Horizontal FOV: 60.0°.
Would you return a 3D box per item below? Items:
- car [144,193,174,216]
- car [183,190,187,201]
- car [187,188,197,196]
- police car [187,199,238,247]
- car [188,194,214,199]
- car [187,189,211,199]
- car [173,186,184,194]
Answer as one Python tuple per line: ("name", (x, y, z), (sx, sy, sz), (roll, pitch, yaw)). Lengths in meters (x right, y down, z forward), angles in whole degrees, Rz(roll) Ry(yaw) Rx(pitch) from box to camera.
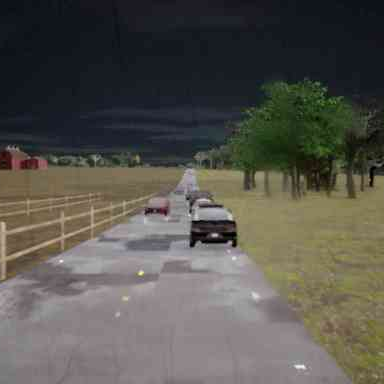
("car", (-2.848, 1.142, 28.140), (1.882, 1.535, 5.008), (0, 1, 0))
("car", (0.004, 0.587, 50.277), (1.895, 1.301, 4.718), (0, 2, 0))
("car", (0.000, -0.010, 65.133), (1.895, 1.301, 4.718), (0, 3, 0))
("police car", (0.825, 1.327, 14.639), (1.930, 1.638, 5.238), (0, 1, 0))
("car", (0.824, 1.195, 24.715), (1.801, 1.575, 5.366), (0, 1, 0))
("car", (0.825, 0.831, 30.547), (2.150, 2.045, 5.566), (0, 1, 0))
("car", (-2.751, -0.496, 69.522), (2.097, 1.767, 4.553), (0, 3, 0))
